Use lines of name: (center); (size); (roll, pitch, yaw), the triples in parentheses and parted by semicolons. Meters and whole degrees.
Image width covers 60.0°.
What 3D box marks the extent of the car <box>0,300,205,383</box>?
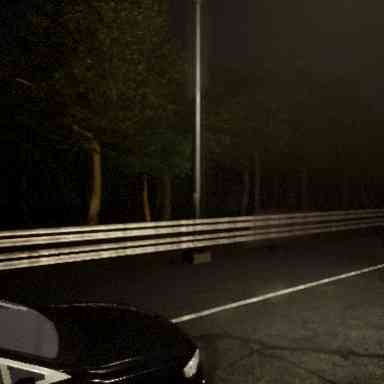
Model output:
car: (-2.114, 1.491, 2.239); (4.902, 1.511, 2.128); (0, 0, -36)
